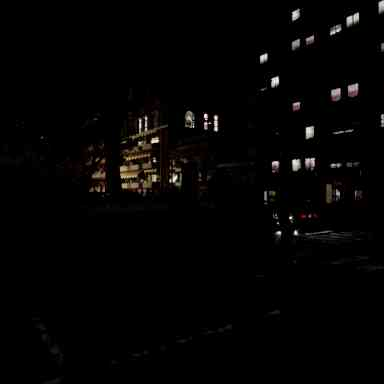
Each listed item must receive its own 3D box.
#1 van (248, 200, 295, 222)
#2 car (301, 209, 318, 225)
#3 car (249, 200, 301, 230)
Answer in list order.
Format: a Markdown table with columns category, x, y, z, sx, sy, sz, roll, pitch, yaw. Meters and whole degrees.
| category | x | y | z | sx | sy | sz | roll | pitch | yaw |
| --- | --- | --- | --- | --- | --- | --- | --- | --- | --- |
| van | 7.155 | 1.642 | 30.201 | 1.690 | 1.788 | 3.998 | -1 | 0 | -36 |
| car | 6.990 | 1.799 | 25.619 | 2.033 | 1.411 | 5.357 | 0 | -1 | -32 |
| car | 4.937 | 1.605 | 23.434 | 2.097 | 1.767 | 4.553 | 0 | -1 | -36 |
